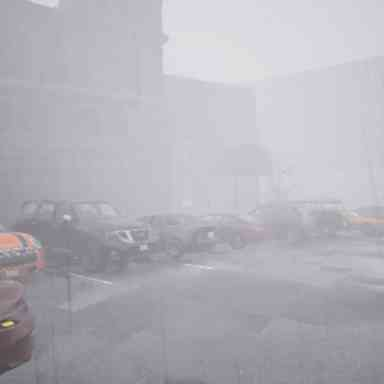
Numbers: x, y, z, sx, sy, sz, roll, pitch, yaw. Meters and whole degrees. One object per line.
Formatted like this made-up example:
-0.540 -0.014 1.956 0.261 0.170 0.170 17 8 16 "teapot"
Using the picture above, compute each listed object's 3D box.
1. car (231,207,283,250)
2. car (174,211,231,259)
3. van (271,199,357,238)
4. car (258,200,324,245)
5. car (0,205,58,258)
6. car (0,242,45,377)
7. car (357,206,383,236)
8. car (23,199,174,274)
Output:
1.202 1.565 14.443 4.674 1.452 2.002 -1 -1 34 "car"
-1.258 1.540 12.717 4.792 1.488 2.163 -1 -1 34 "car"
6.158 1.347 17.886 4.442 1.987 1.878 -1 -1 34 "van"
3.653 1.422 16.176 4.553 1.767 2.185 -1 -1 34 "car"
-6.126 1.372 9.238 4.553 1.767 2.185 -1 -1 35 "car"
-3.981 1.529 2.997 4.674 1.442 1.812 0 0 -36 "car"
8.642 1.606 19.595 5.366 1.575 1.946 -1 -2 34 "car"
-3.640 1.249 10.955 5.566 2.045 2.435 -1 -1 34 "car"
